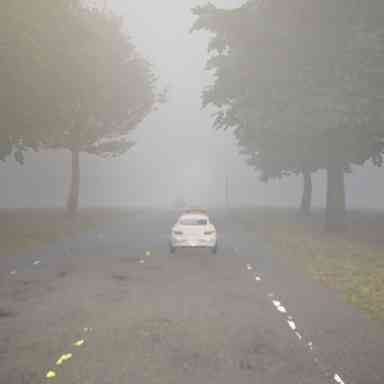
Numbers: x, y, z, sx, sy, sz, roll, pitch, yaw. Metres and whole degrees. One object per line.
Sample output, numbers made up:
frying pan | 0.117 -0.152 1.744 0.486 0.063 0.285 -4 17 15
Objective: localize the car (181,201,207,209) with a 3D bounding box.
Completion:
car | 0.333 1.771 29.444 1.882 1.535 5.008 0 0 2

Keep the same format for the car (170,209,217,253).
car | 0.077 1.666 14.378 1.812 1.442 4.674 0 0 1

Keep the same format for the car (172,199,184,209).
car | -2.298 1.949 57.282 2.097 1.767 4.553 0 -1 3
